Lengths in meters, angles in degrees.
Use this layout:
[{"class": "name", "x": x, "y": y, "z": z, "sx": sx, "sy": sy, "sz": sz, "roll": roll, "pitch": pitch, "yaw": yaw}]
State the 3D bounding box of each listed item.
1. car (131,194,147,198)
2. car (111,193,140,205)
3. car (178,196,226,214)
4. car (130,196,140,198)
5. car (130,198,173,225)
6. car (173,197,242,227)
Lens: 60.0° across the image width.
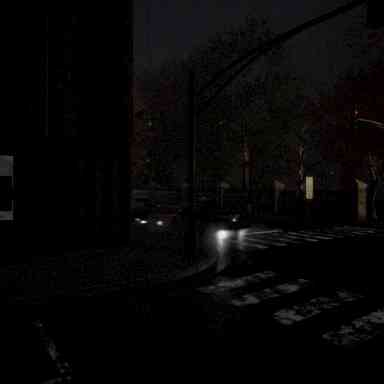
[{"class": "car", "x": -4.360, "y": 1.093, "z": 27.842, "sx": 1.812, "sy": 1.442, "sz": 4.674, "roll": 0, "pitch": 1, "yaw": -36}, {"class": "car", "x": -8.830, "y": 0.863, "z": 43.840, "sx": 2.008, "sy": 1.369, "sz": 4.403, "roll": 1, "pitch": 0, "yaw": -36}, {"class": "car", "x": 0.843, "y": 1.129, "z": 30.546, "sx": 1.752, "sy": 1.417, "sz": 4.829, "roll": 1, "pitch": 0, "yaw": -36}, {"class": "car", "x": -5.837, "y": 1.158, "z": 25.482, "sx": 1.802, "sy": 1.307, "sz": 4.206, "roll": 2, "pitch": 0, "yaw": -36}, {"class": "car", "x": -2.580, "y": 1.257, "z": 21.006, "sx": 1.802, "sy": 1.307, "sz": 4.206, "roll": 2, "pitch": 0, "yaw": -36}, {"class": "car", "x": 0.999, "y": 1.255, "z": 20.470, "sx": 1.812, "sy": 1.442, "sz": 4.674, "roll": 0, "pitch": 1, "yaw": -36}]
